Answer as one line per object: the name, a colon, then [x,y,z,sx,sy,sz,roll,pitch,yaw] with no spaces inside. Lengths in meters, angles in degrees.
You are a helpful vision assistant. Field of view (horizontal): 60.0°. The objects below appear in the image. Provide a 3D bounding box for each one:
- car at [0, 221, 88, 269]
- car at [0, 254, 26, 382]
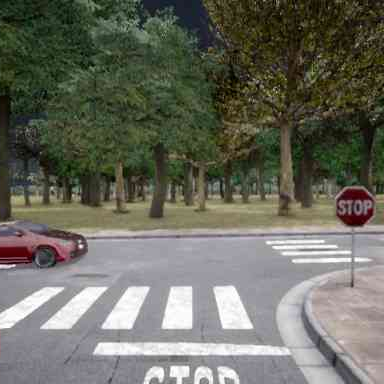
car: [-5.701,1.668,11.047,4.181,1.385,1.994,-1,1,0]
car: [-2.649,1.441,1.228,1.967,1.590,4.097,-1,0,0]
